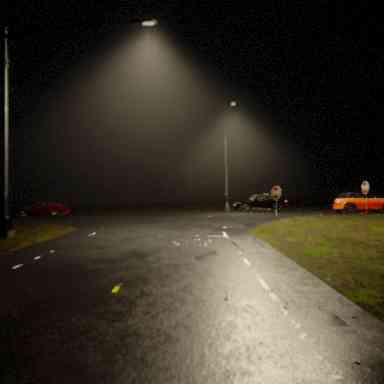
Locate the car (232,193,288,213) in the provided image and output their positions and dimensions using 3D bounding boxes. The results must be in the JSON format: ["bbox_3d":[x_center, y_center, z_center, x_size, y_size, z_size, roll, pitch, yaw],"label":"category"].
[{"bbox_3d":[6.941,1.157,33.941,5.566,2.045,2.150,-1,-2,-1],"label":"car"}]

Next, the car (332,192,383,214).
[{"bbox_3d":[13.999,0.795,27.074,4.553,1.767,2.097,-1,-2,-1],"label":"car"}]

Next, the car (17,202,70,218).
[{"bbox_3d":[-15.015,1.771,33.731,5.008,1.535,1.882,-1,-2,0],"label":"car"}]
